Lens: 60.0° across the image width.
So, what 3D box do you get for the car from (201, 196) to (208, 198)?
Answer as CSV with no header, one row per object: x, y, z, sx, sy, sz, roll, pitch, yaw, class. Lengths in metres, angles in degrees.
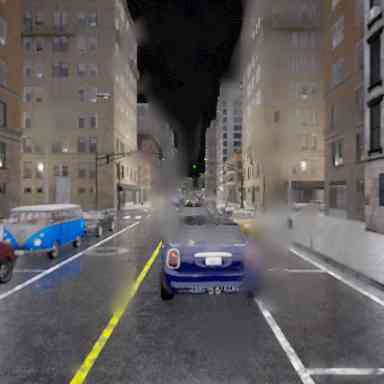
2.739,1.678,50.116,2.008,1.369,4.403,0,0,0,car

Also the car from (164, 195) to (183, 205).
-2.741,1.605,49.991,1.882,1.535,5.008,0,0,0,car

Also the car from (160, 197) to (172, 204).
-5.251,1.734,67.175,1.947,1.339,4.313,0,0,0,car

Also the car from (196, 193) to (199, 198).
2.809,1.522,84.207,2.192,1.841,5.009,0,0,0,car

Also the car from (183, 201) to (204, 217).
0.139,1.644,32.738,1.994,1.385,4.181,0,0,0,car

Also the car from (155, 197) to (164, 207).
-5.275,1.666,55.643,1.752,1.417,4.829,0,0,0,car

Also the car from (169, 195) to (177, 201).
-5.204,1.660,89.900,1.967,1.590,4.097,0,0,0,car

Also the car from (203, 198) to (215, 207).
2.750,1.723,55.798,1.802,1.307,4.206,0,0,0,car

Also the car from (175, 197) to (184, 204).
-2.607,1.699,70.085,1.812,1.442,4.674,0,0,0,car

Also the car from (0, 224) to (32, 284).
-5.380,1.600,7.037,1.802,1.307,4.206,0,0,0,car

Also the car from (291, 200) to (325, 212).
13.668,1.613,37.856,4.718,1.301,1.895,0,0,0,car

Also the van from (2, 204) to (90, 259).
-5.368,1.373,12.444,1.690,1.788,3.998,0,0,0,van

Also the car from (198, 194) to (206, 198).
2.786,1.621,72.843,1.967,1.590,4.097,0,0,0,car

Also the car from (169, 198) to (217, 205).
0.121,1.397,17.436,2.097,1.767,4.553,0,0,0,car

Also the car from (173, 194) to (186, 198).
-2.699,1.373,59.980,2.150,2.045,5.566,0,0,1,car

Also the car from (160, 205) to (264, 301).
0.263,1.374,8.624,2.097,1.767,4.553,0,0,-4,car

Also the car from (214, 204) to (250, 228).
2.685,1.610,23.240,2.008,1.369,4.403,0,0,0,car

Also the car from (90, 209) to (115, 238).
-5.355,1.596,17.850,2.008,1.369,4.403,0,0,0,car
